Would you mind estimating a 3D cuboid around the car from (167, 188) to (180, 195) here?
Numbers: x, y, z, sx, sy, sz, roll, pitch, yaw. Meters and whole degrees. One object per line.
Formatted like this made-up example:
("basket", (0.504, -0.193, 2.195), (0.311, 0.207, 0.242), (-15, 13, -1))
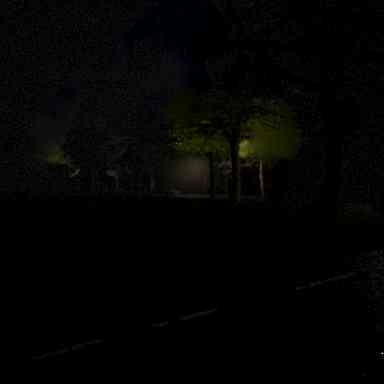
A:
("car", (-4.819, -0.120, 83.501), (2.097, 1.767, 4.553), (-1, 2, -28))
